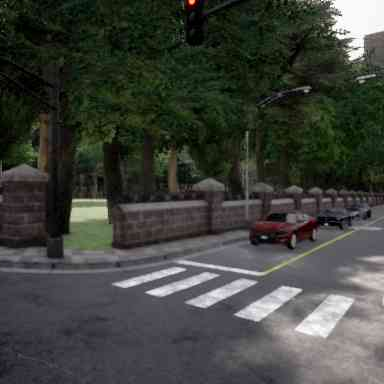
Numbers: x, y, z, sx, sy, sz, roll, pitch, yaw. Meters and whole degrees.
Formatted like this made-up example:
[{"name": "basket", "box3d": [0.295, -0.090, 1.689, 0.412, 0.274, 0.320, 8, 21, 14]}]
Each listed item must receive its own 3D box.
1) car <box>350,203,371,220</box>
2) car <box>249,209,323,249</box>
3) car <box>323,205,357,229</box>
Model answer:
[{"name": "car", "box3d": [15.993, 1.843, 32.017, 2.128, 1.511, 4.902, 0, 0, 35]}, {"name": "car", "box3d": [4.366, 1.604, 15.551, 1.882, 1.535, 5.008, 0, 0, 35]}, {"name": "car", "box3d": [10.084, 1.836, 23.654, 1.895, 1.301, 4.718, 0, 0, 35]}]
